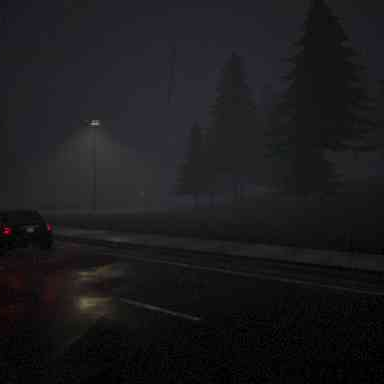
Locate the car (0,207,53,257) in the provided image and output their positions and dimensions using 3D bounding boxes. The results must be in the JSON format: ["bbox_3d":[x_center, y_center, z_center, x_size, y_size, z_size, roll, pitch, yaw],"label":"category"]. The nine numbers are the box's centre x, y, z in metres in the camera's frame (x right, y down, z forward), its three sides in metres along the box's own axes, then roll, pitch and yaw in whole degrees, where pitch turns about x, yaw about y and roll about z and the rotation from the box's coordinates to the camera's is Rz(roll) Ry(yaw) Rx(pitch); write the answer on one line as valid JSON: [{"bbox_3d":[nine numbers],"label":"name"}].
[{"bbox_3d":[-7.809,1.483,13.745,4.553,1.767,2.097,-1,-1,35],"label":"car"}]
